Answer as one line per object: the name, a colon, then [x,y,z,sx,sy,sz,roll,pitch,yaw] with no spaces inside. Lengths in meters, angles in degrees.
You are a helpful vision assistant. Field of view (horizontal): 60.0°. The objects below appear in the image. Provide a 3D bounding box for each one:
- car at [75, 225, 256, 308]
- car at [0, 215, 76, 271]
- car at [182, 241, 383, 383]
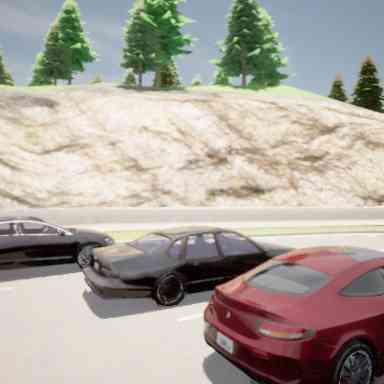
car: [0.325,1.512,7.757,5.357,1.411,2.033,0,0,-29]
car: [-4.510,1.397,9.046,4.902,1.511,2.128,0,0,-34]
car: [2.382,1.526,4.831,4.674,1.442,1.812,0,0,-29]
